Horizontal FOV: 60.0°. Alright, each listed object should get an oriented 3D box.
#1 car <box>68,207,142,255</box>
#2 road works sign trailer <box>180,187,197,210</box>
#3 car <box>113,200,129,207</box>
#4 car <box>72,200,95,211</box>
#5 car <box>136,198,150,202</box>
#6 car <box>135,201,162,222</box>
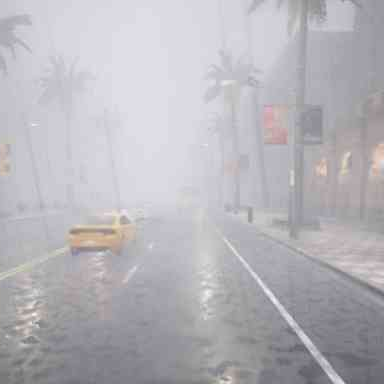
[{"bbox_3d":[-3.481,1.600,13.795,1.882,1.535,5.008,0,-1,-1],"label":"car"},{"bbox_3d":[-0.512,0.910,50.170,2.380,3.560,2.880,0,-1,-1],"label":"road works sign trailer"},{"bbox_3d":[-11.101,1.987,52.223,1.812,1.442,4.674,0,-1,0],"label":"car"},{"bbox_3d":[-14.013,1.862,43.344,2.231,1.521,4.892,0,-1,-1],"label":"car"},{"bbox_3d":[-7.603,1.813,52.158,2.097,1.767,4.553,0,0,0],"label":"car"},{"bbox_3d":[-3.664,1.780,28.712,1.812,1.442,4.674,0,-1,-1],"label":"car"}]
